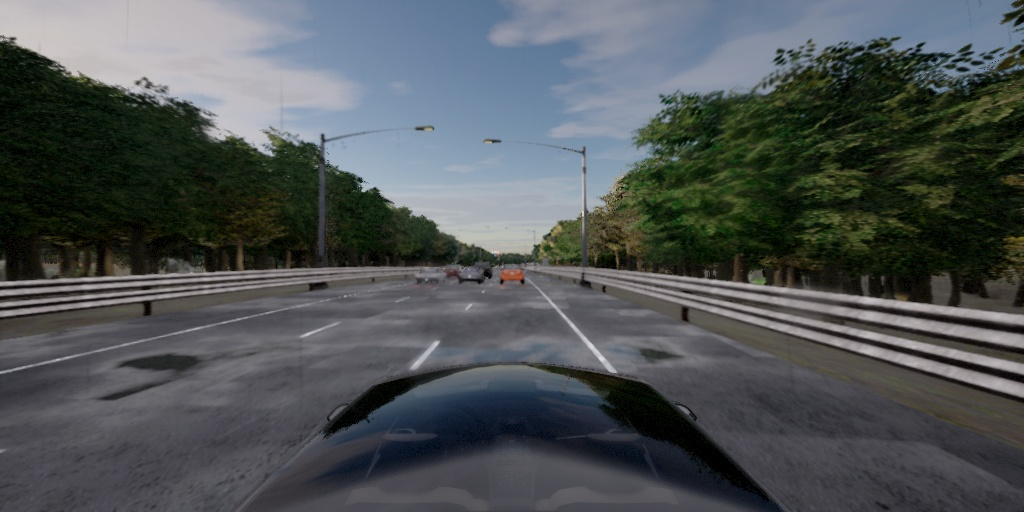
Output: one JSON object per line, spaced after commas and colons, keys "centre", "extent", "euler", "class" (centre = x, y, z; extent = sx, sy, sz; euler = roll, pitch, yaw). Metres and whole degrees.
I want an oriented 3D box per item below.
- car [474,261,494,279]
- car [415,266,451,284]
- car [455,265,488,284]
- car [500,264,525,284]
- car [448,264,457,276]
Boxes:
{"centre": [-3.462, 1.675, 42.958], "extent": [2.150, 2.045, 5.566], "euler": [0, -1, 0], "class": "car"}
{"centre": [-6.984, 1.728, 31.514], "extent": [1.895, 1.301, 4.718], "euler": [0, -2, 0], "class": "car"}
{"centre": [-3.484, 1.691, 31.528], "extent": [1.994, 1.385, 4.181], "euler": [0, -1, 0], "class": "car"}
{"centre": [0.015, 1.475, 31.392], "extent": [2.097, 1.767, 4.553], "euler": [0, -2, 0], "class": "car"}
{"centre": [-6.952, 1.828, 43.865], "extent": [2.097, 1.767, 4.553], "euler": [0, -2, 0], "class": "car"}
